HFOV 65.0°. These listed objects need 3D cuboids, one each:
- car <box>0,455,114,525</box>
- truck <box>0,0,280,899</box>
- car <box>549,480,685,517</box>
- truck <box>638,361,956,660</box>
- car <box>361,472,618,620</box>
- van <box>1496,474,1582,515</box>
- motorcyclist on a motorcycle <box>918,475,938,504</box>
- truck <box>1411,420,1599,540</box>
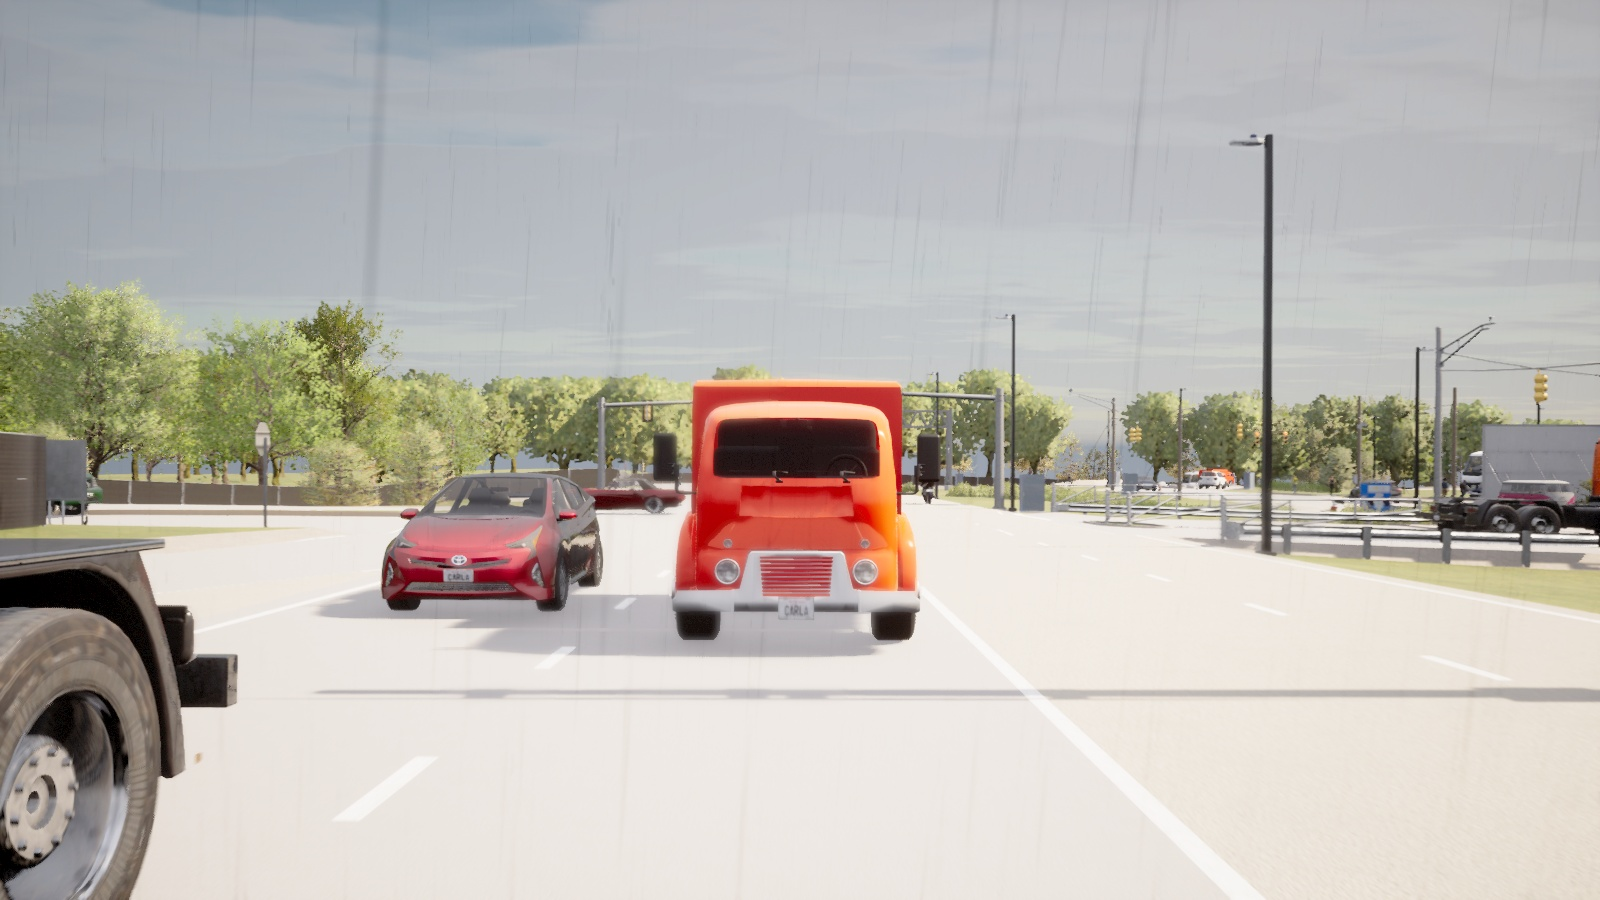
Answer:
[{"bbox_3d":[-24.250,1.224,38.213,5.566,2.045,2.150,-1,-1,-1],"label":"car"},{"bbox_3d":[-3.507,-0.136,1.019,2.891,3.462,7.936,0,-1,0],"label":"truck"},{"bbox_3d":[-6.662,1.750,46.017,4.718,1.301,1.895,0,-1,-1],"label":"car"},{"bbox_3d":[-0.033,0.545,13.040,2.627,2.467,5.204,0,-1,0],"label":"truck"},{"bbox_3d":[-3.537,1.029,15.237,2.007,1.525,4.514,0,-1,0],"label":"car"},{"bbox_3d":[37.954,2.238,64.616,1.775,1.987,4.442,0,-1,-1],"label":"van"},{"bbox_3d":[6.838,2.118,67.247,0.866,1.530,2.191,0,-1,0],"label":"motorcyclist on a motorcycle"},{"bbox_3d":[23.410,0.939,38.524,7.936,3.462,2.891,1,-1,-1],"label":"truck"}]
